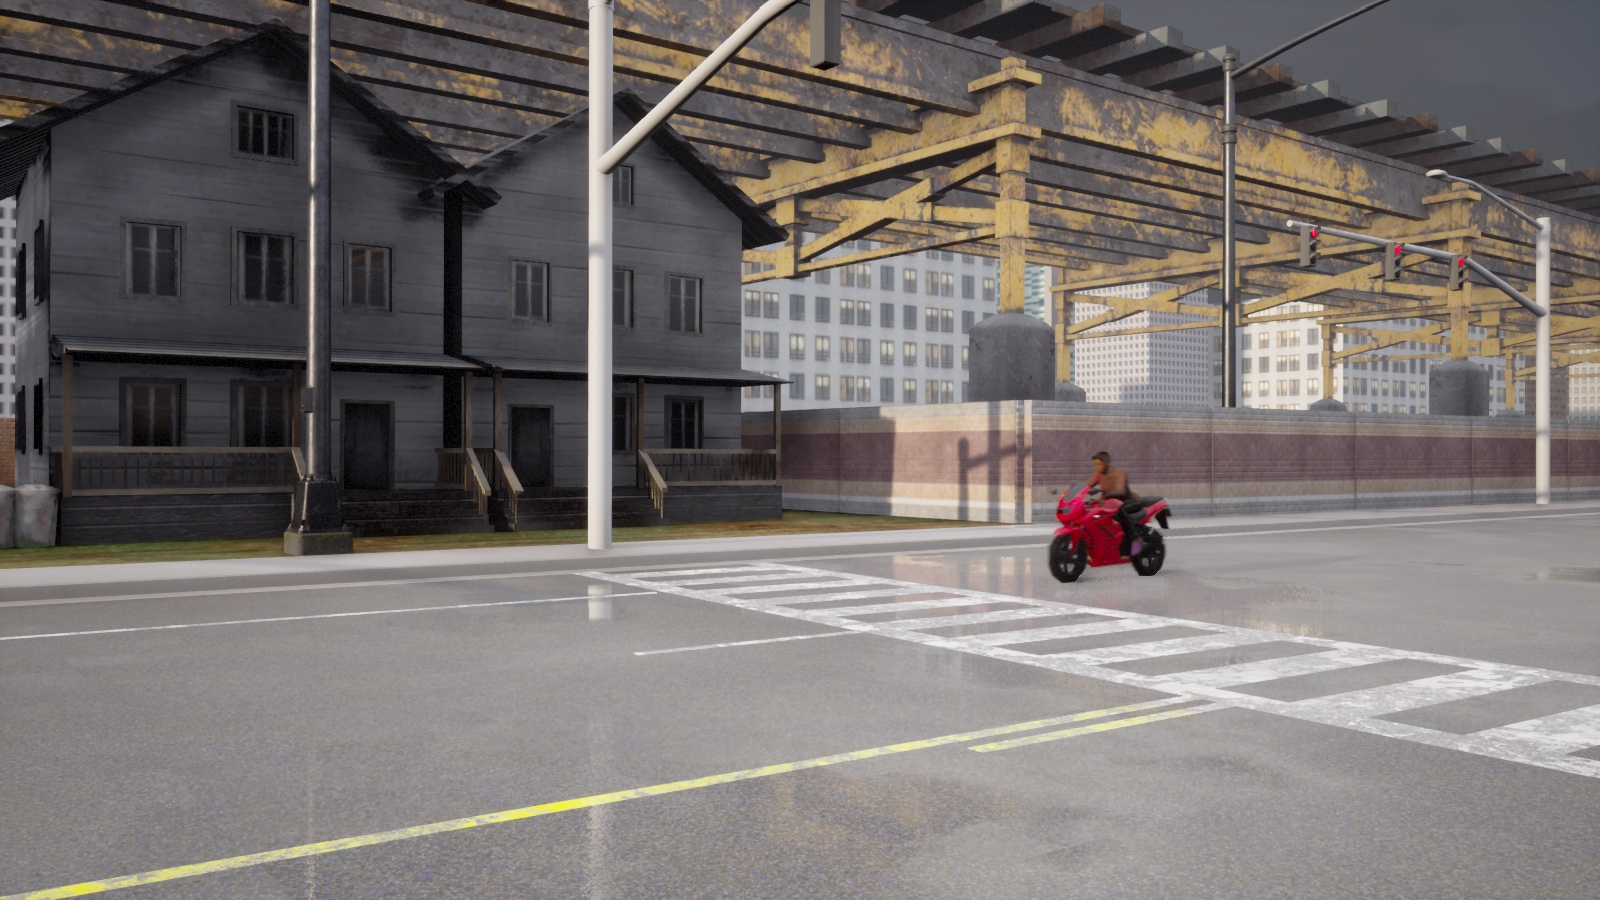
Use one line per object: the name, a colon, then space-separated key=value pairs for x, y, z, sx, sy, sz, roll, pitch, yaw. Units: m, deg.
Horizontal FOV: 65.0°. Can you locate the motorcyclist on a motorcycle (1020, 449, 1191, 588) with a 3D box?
motorcyclist on a motorcycle: x=3.600 y=0.755 z=14.746 sx=2.044 sy=1.523 sz=0.797 roll=0 pitch=0 yaw=-35
